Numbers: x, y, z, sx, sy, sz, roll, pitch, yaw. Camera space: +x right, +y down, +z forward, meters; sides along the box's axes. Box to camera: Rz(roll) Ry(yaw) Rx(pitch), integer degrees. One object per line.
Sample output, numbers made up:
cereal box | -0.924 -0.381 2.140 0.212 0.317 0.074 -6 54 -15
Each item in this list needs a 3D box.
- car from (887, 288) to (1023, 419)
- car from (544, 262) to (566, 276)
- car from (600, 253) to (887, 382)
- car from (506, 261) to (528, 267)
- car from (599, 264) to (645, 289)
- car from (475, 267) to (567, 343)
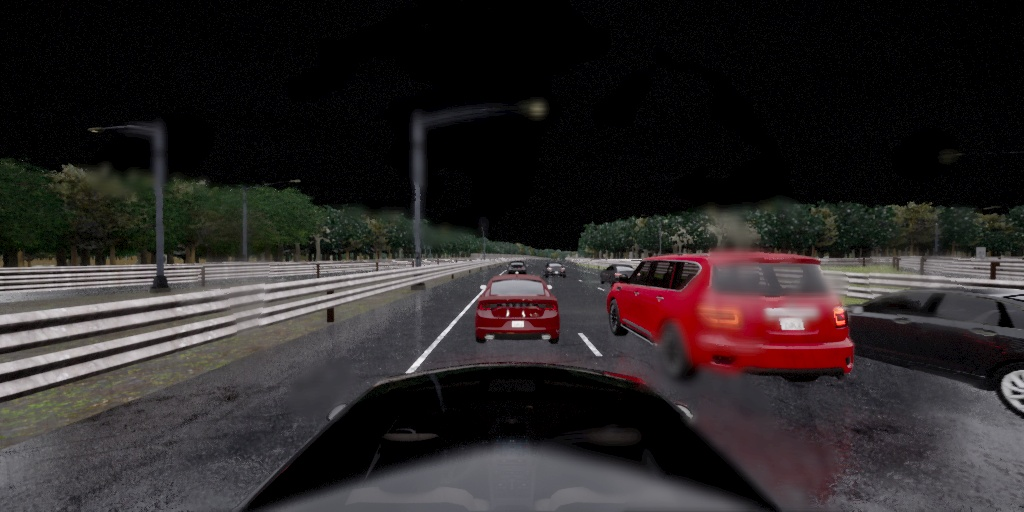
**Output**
car | 7.106 1.252 5.672 1.837 1.490 4.892 0 -1 0
car | 3.993 1.279 33.897 1.812 1.442 4.674 0 0 2
car | 3.608 0.971 7.282 2.150 2.045 5.566 0 0 0
car | 0.515 1.257 34.688 1.837 1.490 4.892 0 0 1
car | 7.231 1.277 24.102 1.812 1.442 4.674 0 0 1
car | 0.120 1.226 9.720 1.882 1.535 5.008 0 0 0
